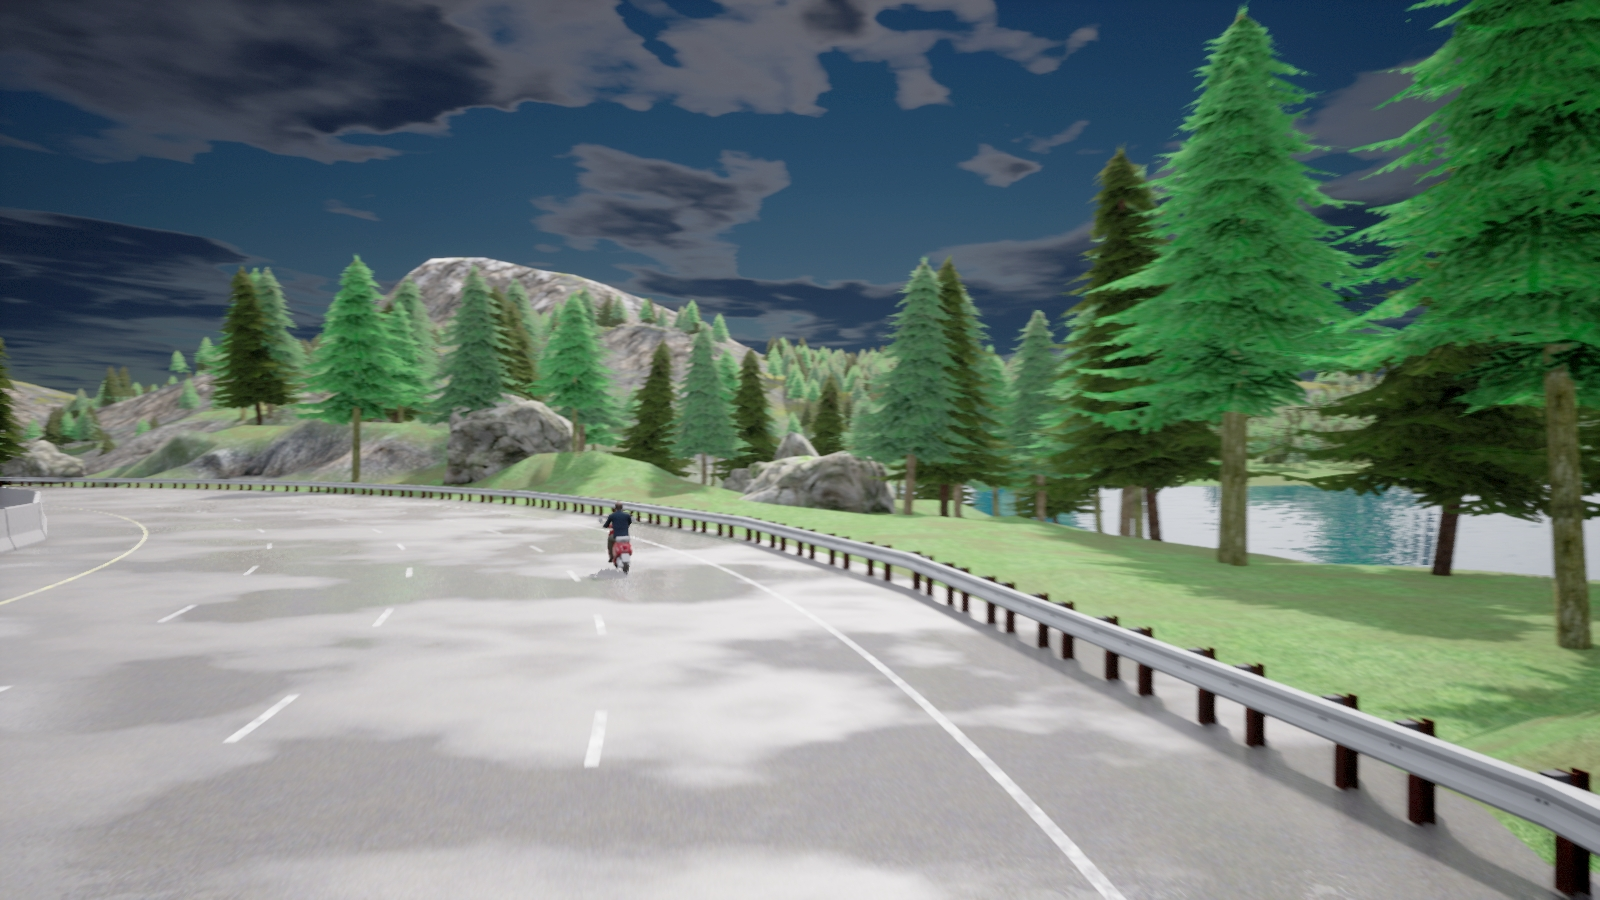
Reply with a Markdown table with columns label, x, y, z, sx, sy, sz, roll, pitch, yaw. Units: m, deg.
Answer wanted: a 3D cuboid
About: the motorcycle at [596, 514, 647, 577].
| label | x | y | z | sx | sy | sz | roll | pitch | yaw |
| --- | --- | --- | --- | --- | --- | --- | --- | --- | --- |
| motorcycle | -4.123 | 2.170 | 26.264 | 0.856 | 1.236 | 1.805 | -3 | 1 | -17 |
